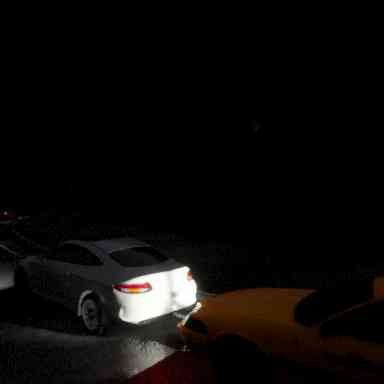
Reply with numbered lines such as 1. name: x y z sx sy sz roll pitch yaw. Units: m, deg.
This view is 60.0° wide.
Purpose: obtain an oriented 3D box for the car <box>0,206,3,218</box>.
1. car: -24.738 2.478 40.049 1.882 1.535 5.008 -2 -1 -12

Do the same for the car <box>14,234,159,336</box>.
1. car: -1.995 1.617 6.905 4.674 1.442 1.812 0 -1 42

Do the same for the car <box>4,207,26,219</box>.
1. car: -20.844 2.386 38.575 1.994 1.385 4.181 -2 -1 -11

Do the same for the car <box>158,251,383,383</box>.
1. car: 2.297 1.533 3.401 5.366 1.575 1.801 0 -1 36

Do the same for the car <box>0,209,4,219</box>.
1. car: -17.365 1.859 27.523 2.097 1.767 4.553 -1 -1 -21
